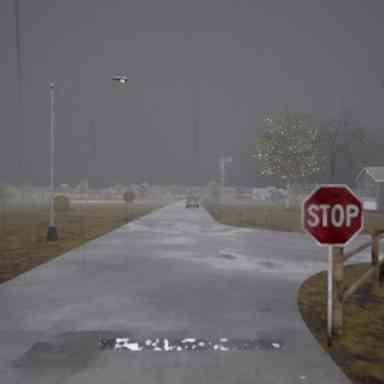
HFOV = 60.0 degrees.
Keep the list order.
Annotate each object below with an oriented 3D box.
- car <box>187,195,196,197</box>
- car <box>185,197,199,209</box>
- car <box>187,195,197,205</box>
[{"bbox_3d":[-0.039,1.561,60.810,2.150,2.045,5.566,0,-1,0],"label":"car"},{"bbox_3d":[0.064,1.804,50.760,1.994,1.385,4.181,0,-1,0],"label":"car"},{"bbox_3d":[-0.050,1.627,71.173,2.150,2.045,5.566,0,-1,0],"label":"car"}]
